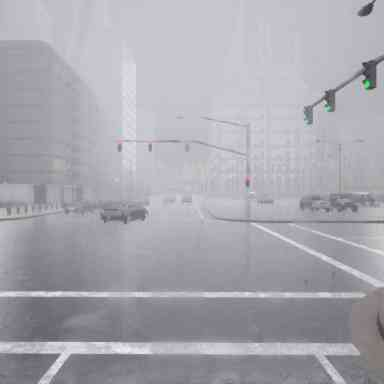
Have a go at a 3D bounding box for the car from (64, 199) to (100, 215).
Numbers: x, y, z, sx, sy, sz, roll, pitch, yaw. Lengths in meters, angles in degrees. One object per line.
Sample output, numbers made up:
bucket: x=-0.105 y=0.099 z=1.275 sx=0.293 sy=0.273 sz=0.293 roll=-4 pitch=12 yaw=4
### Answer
car: x=-11.481 y=1.492 z=34.135 sx=2.128 sy=1.511 sz=4.902 roll=0 pitch=0 yaw=0

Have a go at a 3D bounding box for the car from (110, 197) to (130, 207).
car: x=-11.592 y=1.547 z=53.943 sx=2.033 sy=1.411 sz=5.357 roll=0 pitch=0 yaw=0

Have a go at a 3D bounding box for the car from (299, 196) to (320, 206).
car: x=18.716 y=1.395 z=53.170 sx=1.970 sy=1.475 sz=3.806 roll=0 pitch=0 yaw=0

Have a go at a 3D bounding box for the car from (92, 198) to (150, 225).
car: x=-4.849 y=1.491 z=24.350 sx=2.128 sy=1.511 sz=4.902 roll=0 pitch=0 yaw=16

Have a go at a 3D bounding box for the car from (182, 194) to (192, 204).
car: x=-1.070 y=1.601 z=65.665 sx=1.895 sy=1.301 sz=4.718 roll=0 pitch=0 yaw=0

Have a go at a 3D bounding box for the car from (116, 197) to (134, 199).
car: x=-7.996 y=1.564 z=36.730 sx=1.994 sy=1.385 sz=4.181 roll=0 pitch=0 yaw=0

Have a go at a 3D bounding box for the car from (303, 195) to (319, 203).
car: x=24.446 y=1.395 z=68.286 sx=1.970 sy=1.475 sz=3.806 roll=0 pitch=0 yaw=0

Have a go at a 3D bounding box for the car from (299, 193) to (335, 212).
car: x=13.159 y=1.153 z=35.744 sx=1.932 sy=1.855 sz=4.605 roll=0 pitch=0 yaw=0

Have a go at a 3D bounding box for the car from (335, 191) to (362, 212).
car: x=16.053 y=1.156 z=35.696 sx=1.905 sy=1.878 sz=3.866 roll=0 pitch=0 yaw=0

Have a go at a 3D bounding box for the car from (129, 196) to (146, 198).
car: x=-8.047 y=1.352 z=45.432 sx=2.097 sy=1.767 sz=4.553 roll=0 pitch=0 yaw=0

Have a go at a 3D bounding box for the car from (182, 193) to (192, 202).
car: x=-1.122 y=1.181 z=74.394 sx=2.097 sy=1.767 sz=4.553 roll=0 pitch=0 yaw=0

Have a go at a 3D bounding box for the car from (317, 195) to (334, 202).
car: x=27.341 y=1.364 z=68.293 sx=1.784 sy=1.438 sz=3.905 roll=0 pitch=0 yaw=0

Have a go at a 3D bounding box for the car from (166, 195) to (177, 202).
car: x=-4.623 y=1.351 z=74.402 sx=2.128 sy=1.511 sz=4.902 roll=0 pitch=0 yaw=0

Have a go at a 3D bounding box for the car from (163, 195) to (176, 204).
car: x=-4.569 y=1.564 z=65.564 sx=1.994 sy=1.385 sz=4.181 roll=0 pitch=0 yaw=0
